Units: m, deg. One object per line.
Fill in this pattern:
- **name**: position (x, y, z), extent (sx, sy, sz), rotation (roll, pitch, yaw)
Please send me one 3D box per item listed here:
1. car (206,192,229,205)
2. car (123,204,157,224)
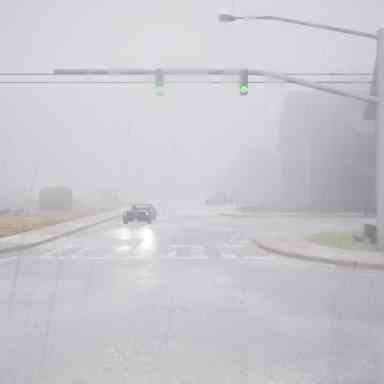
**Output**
- **car**: position (3.946, 1.000, 52.590), extent (1.905, 1.878, 3.866), rotation (-8, 4, -42)
- **car**: position (-3.679, 1.526, 23.975), extent (1.895, 1.301, 4.718), rotation (0, 0, 0)
